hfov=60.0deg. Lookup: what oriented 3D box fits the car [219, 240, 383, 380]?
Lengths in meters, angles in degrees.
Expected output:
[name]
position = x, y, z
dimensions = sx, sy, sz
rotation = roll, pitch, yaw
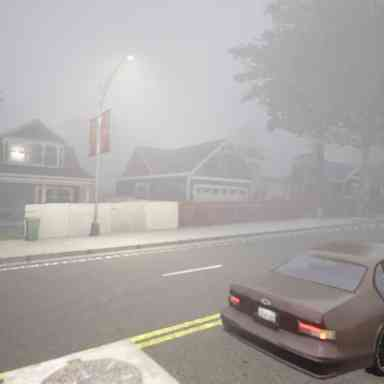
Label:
[car]
position = 2.962, 1.555, 5.550
dimensions = 5.357, 1.411, 2.033
rotation = 0, 0, -36
